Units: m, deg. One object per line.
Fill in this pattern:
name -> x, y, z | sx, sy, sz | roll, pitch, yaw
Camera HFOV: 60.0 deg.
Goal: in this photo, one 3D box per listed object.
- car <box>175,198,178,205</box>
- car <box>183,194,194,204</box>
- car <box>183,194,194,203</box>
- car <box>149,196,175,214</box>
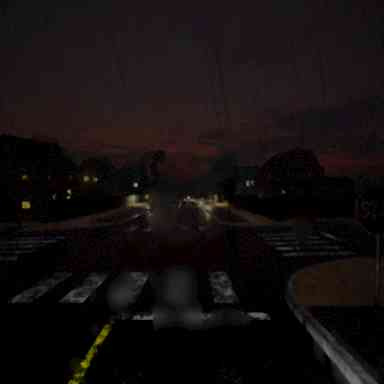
car -> -3.309, 1.402, 52.899 | 1.994, 1.385, 4.181 | 0, 0, 0
car -> -0.573, 1.444, 57.634 | 1.895, 1.301, 4.718 | 0, 0, -1
car -> -0.736, 1.232, 67.601 | 2.097, 1.767, 4.553 | 0, 0, -2
car -> -3.061, 1.403, 32.922 | 2.033, 1.411, 5.357 | 0, 0, -1
